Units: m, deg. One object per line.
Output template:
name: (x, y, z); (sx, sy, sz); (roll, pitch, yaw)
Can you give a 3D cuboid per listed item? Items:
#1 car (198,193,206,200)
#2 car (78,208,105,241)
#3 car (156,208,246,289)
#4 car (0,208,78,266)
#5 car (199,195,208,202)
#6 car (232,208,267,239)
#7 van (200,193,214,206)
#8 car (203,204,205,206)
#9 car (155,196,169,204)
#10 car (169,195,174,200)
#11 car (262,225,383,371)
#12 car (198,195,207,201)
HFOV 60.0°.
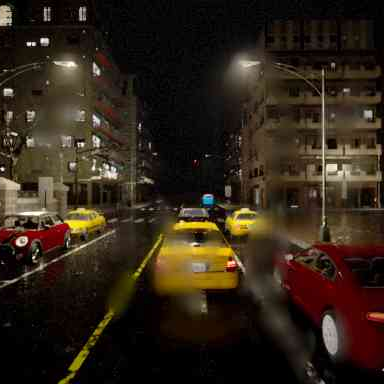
car: (2.651, 1.249, 89.007); (2.192, 1.841, 5.009); (1, 0, 0)
car: (-5.692, 1.527, 16.831); (1.752, 1.417, 4.829); (1, 0, 0)
car: (0.094, 1.458, 9.127); (1.801, 1.575, 5.366); (0, 0, 0)
car: (-5.688, 1.442, 11.387); (1.967, 1.590, 4.097); (1, 0, 0)
car: (2.654, 1.503, 77.665); (2.008, 1.369, 4.403); (1, 0, 0)
car: (2.688, 1.527, 17.159); (1.752, 1.417, 4.829); (1, 0, 0)
van: (2.670, 1.321, 54.981); (1.690, 1.788, 3.998); (1, 0, 0)
car: (0.096, 1.603, 19.616); (1.895, 1.301, 4.718); (0, 0, 0)
car: (-5.717, 1.556, 60.705); (1.802, 1.307, 4.206); (1, 0, 0)
car: (-5.733, 1.516, 89.060); (1.802, 1.307, 4.206); (1, 0, 0)
car: (2.694, 1.546, 5.755); (1.887, 1.381, 4.507); (1, 0, 0)
car: (2.651, 1.495, 83.336); (2.008, 1.369, 4.403); (1, 0, 0)
